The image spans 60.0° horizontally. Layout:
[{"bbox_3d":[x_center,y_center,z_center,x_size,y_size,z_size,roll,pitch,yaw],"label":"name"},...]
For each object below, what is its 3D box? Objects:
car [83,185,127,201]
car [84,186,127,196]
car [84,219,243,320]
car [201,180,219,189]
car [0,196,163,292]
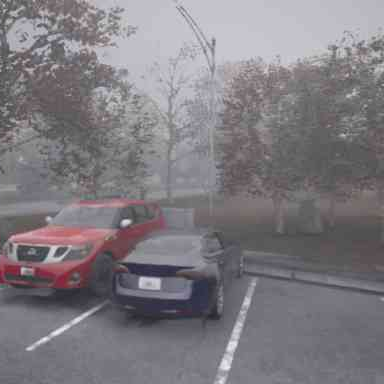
[{"bbox_3d":[-10.274,0.080,39.631,1.882,1.535,5.008,1,4,37],"label":"car"},{"bbox_3d":[-9.138,0.323,35.425,2.128,1.511,4.902,1,4,37],"label":"car"},{"bbox_3d":[-0.045,1.516,7.484,2.163,1.488,4.792,0,-1,15],"label":"car"},{"bbox_3d":[3.457,-1.319,57.686,1.837,1.490,4.892,2,4,37],"label":"car"},{"bbox_3d":[-2.452,1.234,9.134,2.435,2.045,5.566,1,-1,15],"label":"car"}]
